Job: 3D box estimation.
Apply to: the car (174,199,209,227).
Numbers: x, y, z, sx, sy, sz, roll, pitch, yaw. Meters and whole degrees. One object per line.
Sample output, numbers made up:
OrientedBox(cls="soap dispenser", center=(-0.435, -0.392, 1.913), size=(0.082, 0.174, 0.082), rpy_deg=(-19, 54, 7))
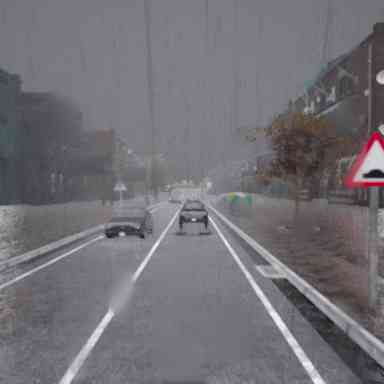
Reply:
OrientedBox(cls="car", center=(0.099, 1.448, 22.484), size=(2.128, 1.511, 4.902), rpy_deg=(0, 0, 0))

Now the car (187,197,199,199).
OrientedBox(cls="car", center=(0.111, 1.398, 40.808), size=(2.128, 1.511, 4.902), rpy_deg=(0, 0, 0))

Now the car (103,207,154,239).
OrientedBox(cls="car", center=(-3.094, 1.509, 17.420), size=(2.033, 1.411, 5.357), rpy_deg=(0, 0, 0))

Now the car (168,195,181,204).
OrientedBox(cls="car", center=(-3.032, 1.257, 58.753), size=(2.097, 1.767, 4.553), rpy_deg=(0, 0, 1))
